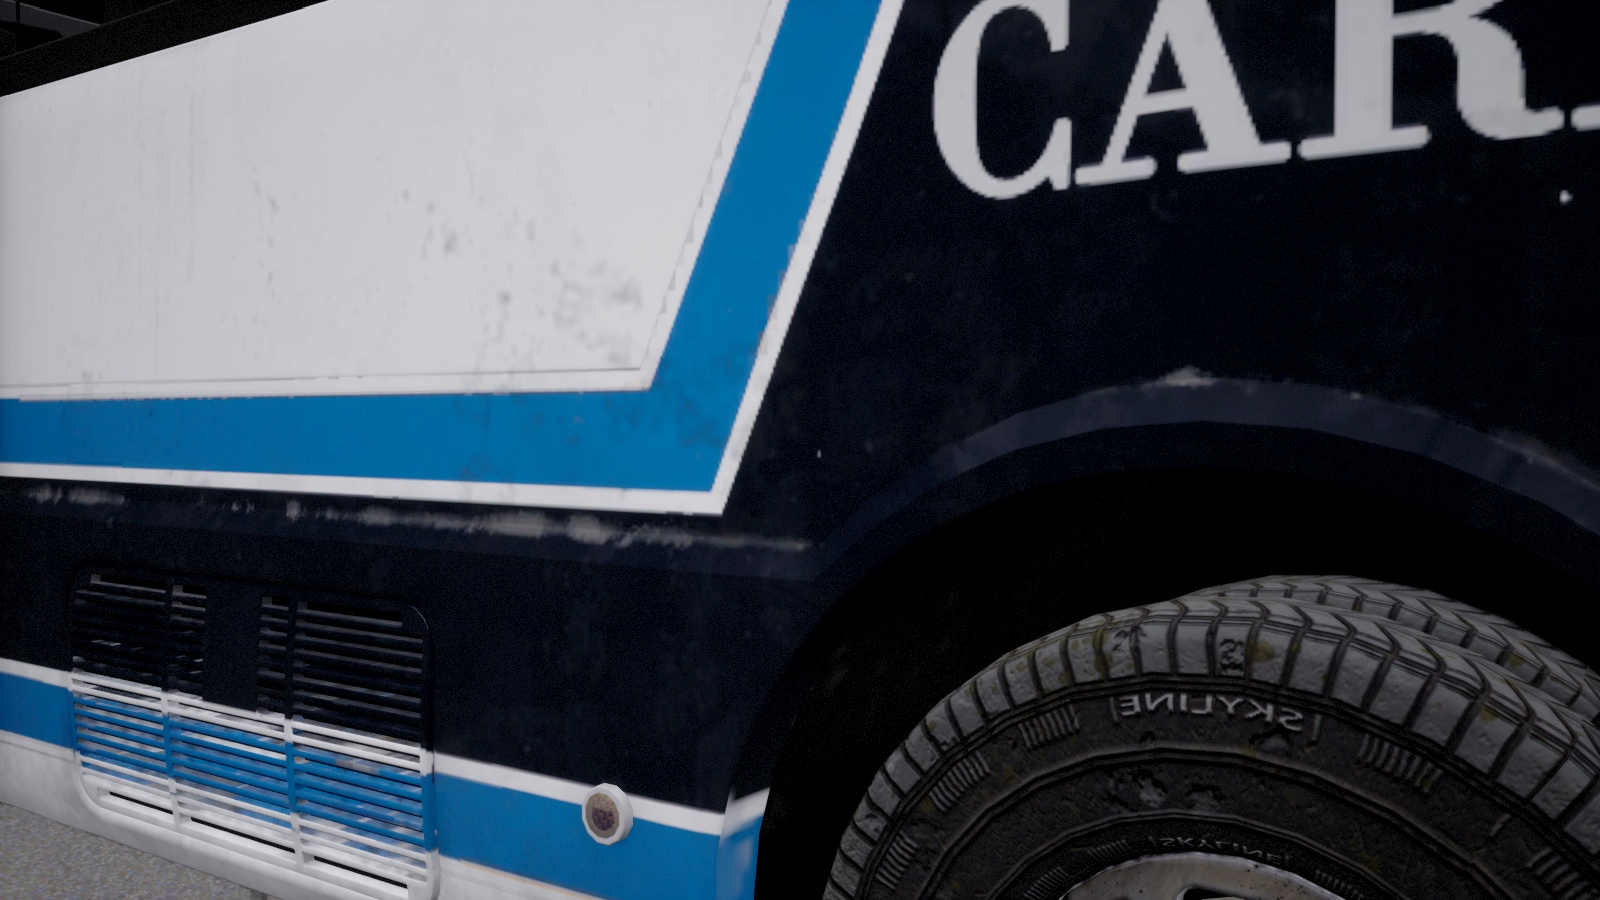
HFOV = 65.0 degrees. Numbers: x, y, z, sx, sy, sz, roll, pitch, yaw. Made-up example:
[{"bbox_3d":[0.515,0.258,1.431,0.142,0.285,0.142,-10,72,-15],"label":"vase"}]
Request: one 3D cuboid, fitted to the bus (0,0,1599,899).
[{"bbox_3d":[-0.868,-0.689,4.212,10.273,4.253,3.944,0,1,33],"label":"bus"}]
